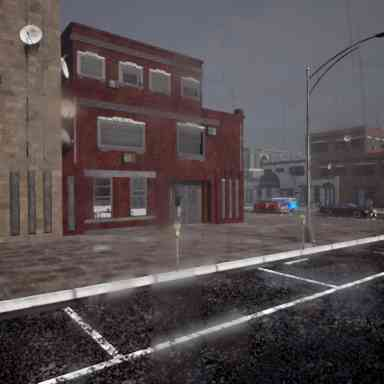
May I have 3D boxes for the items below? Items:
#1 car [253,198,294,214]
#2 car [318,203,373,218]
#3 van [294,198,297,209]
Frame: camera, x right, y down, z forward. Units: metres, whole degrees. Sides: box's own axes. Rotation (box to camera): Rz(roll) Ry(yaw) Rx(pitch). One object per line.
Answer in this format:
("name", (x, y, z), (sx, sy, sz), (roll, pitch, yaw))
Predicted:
("car", (9.910, 1.746, 41.651), (2.097, 1.767, 4.553), (-1, 0, -38))
("car", (15.694, 1.806, 34.159), (2.033, 1.411, 5.357), (-1, 0, -37))
("van", (12.895, 1.720, 47.236), (1.690, 1.788, 3.998), (-2, 0, -38))
